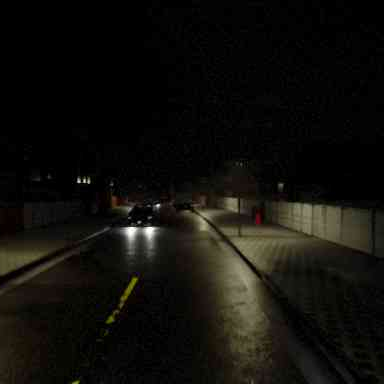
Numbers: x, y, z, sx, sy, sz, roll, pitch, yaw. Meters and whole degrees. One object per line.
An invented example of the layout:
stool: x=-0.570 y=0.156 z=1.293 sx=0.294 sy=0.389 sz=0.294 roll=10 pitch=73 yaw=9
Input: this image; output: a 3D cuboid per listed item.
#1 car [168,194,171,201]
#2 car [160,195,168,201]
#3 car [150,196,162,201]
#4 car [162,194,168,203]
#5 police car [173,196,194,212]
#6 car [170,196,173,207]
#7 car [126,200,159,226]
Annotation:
car: x=-2.461 y=1.487 z=54.899 sx=2.097 sy=1.767 sz=4.553 roll=0 pitch=0 yaw=-7
car: x=-7.607 y=1.664 z=89.975 sx=1.882 sy=1.535 sz=5.008 roll=0 pitch=0 yaw=-7
car: x=-7.337 y=1.729 z=65.076 sx=1.812 sy=1.442 sz=4.674 roll=0 pitch=0 yaw=-7
car: x=-5.510 y=1.396 z=72.996 sx=2.150 sy=2.045 sz=5.566 roll=0 pitch=0 yaw=-7
police car: x=-0.856 y=1.487 z=39.043 sx=1.930 sy=1.638 sz=5.238 roll=0 pitch=0 yaw=-5
car: x=-1.794 y=1.582 z=48.936 sx=1.882 sy=1.535 sz=5.008 roll=0 pitch=0 yaw=-6
car: x=-3.536 y=1.572 z=24.158 sx=2.033 sy=1.411 sz=5.357 roll=0 pitch=0 yaw=-3
